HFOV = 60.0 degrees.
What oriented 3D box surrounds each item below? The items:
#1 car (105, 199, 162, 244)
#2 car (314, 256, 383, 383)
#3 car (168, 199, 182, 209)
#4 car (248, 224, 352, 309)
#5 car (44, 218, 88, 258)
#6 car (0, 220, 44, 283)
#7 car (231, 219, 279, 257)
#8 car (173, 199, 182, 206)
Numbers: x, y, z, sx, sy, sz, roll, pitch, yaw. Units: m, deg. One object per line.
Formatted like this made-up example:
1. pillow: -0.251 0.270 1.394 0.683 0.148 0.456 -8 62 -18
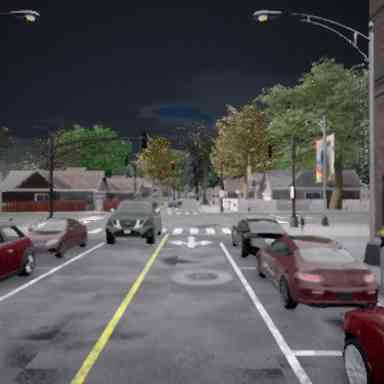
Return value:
1. car: -2.777 1.389 17.017 2.150 2.045 5.566 0 -1 0
2. car: 2.634 1.567 2.236 1.887 1.381 4.507 0 -1 0
3. car: -3.166 2.138 57.925 2.033 1.411 5.357 0 -1 0
4. car: 2.625 1.658 7.754 1.802 1.307 4.206 0 -1 0
5. car: -5.408 1.711 13.258 1.802 1.307 4.206 0 -1 0
6. car: -5.400 1.516 7.741 1.967 1.590 4.097 0 -1 0
7. car: 2.617 1.695 13.272 1.947 1.339 4.313 0 -1 0
8. car: -3.192 2.239 73.506 1.882 1.535 5.008 0 -1 0
